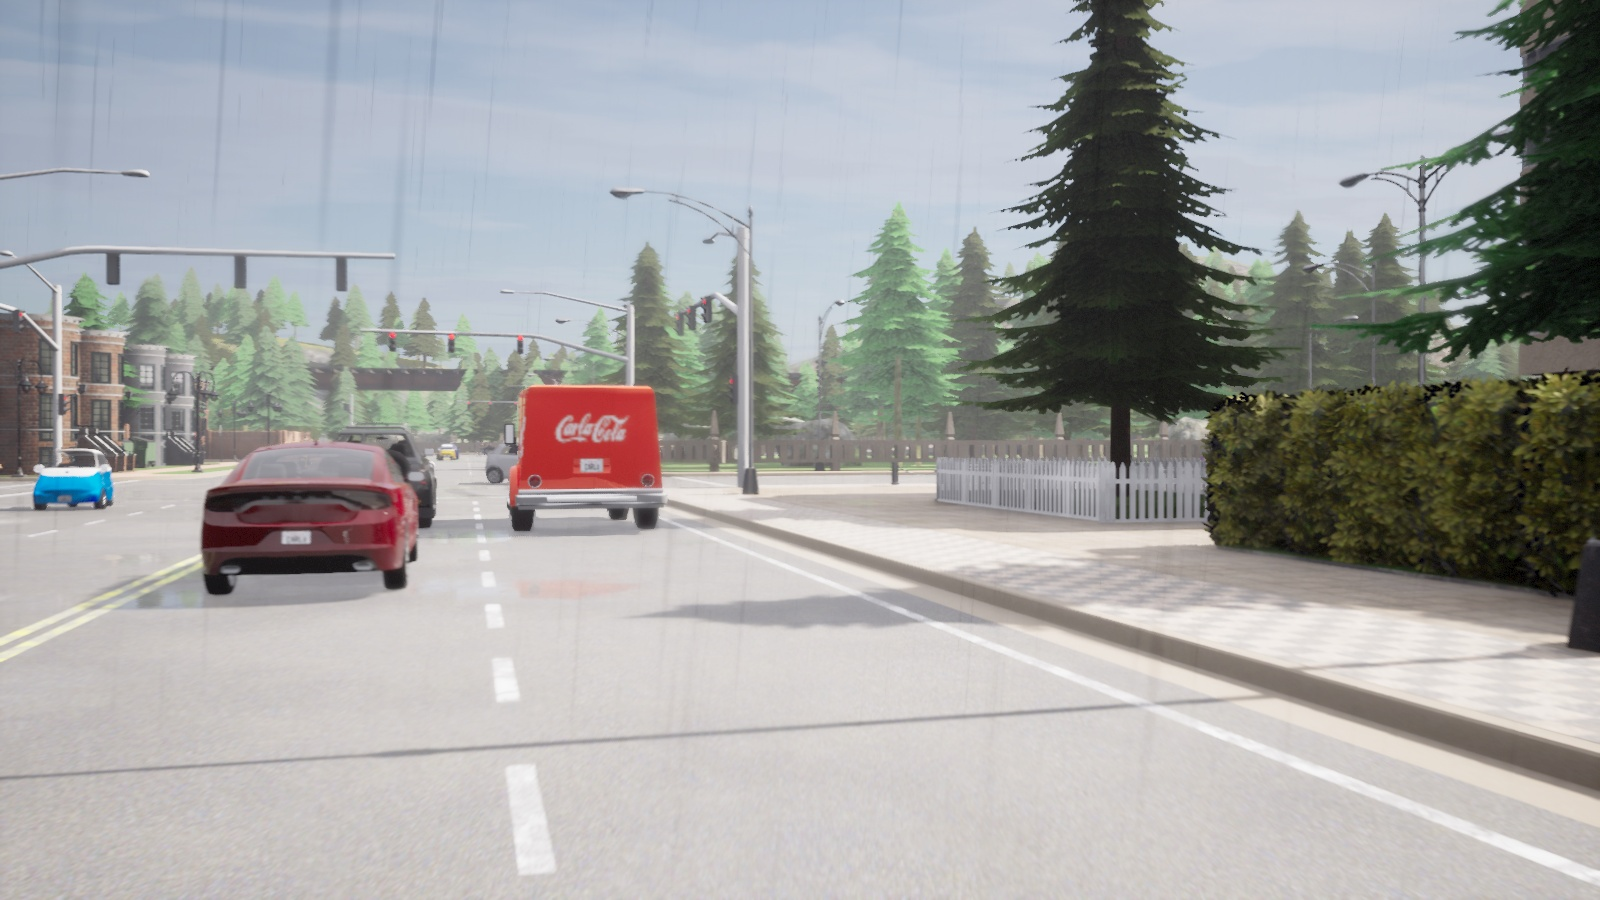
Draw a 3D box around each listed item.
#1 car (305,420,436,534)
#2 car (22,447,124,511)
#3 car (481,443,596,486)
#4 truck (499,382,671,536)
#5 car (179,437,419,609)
[{"bbox_3d":[-7.698,0.428,22.903,1.932,1.855,4.605,0,0,-15],"label":"car"},{"bbox_3d":[-16.425,0.627,28.465,1.481,1.376,2.207,0,0,-15],"label":"car"},{"bbox_3d":[-9.437,0.496,45.462,3.633,1.501,1.845,0,1,16],"label":"car"},{"bbox_3d":[-4.070,0.127,22.886,2.627,2.467,5.204,0,0,-15],"label":"truck"},{"bbox_3d":[-5.300,0.641,13.924,1.882,1.535,5.008,0,0,-15],"label":"car"}]
